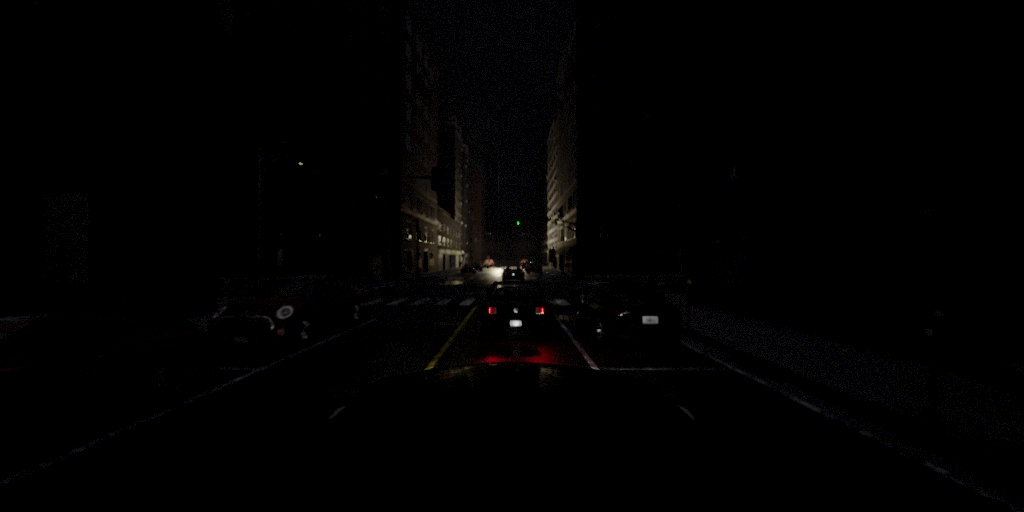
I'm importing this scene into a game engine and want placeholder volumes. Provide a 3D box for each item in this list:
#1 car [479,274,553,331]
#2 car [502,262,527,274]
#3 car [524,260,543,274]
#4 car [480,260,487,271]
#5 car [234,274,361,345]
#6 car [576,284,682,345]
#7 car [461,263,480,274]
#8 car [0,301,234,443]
[{"bbox_3d":[0.105,1.414,11.224,1.895,1.301,4.718,0,0,0],"label":"car"},{"bbox_3d":[0.124,1.592,33.620,1.994,1.385,4.181,0,0,0],"label":"car"},{"bbox_3d":[2.922,1.518,46.563,1.967,1.591,4.097,0,0,0],"label":"car"},{"bbox_3d":[-5.575,1.719,57.399,2.007,1.370,4.403,0,0,0],"label":"car"},{"bbox_3d":[-5.663,1.241,9.482,1.967,1.591,4.097,0,0,0],"label":"car"},{"bbox_3d":[2.862,1.367,9.476,1.948,1.339,4.313,0,0,0],"label":"car"},{"bbox_3d":[-5.603,1.660,46.583,1.802,1.307,4.207,0,0,0],"label":"car"},{"bbox_3d":[-5.668,1.347,3.980,1.802,1.307,4.207,0,0,0],"label":"car"}]
